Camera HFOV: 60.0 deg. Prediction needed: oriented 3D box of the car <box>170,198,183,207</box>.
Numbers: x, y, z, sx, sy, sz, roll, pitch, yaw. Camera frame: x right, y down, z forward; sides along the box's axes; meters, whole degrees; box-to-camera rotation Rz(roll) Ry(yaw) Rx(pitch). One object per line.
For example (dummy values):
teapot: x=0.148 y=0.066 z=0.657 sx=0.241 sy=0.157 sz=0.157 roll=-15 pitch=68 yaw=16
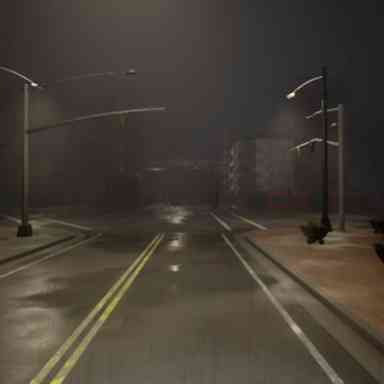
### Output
car: x=-3.501 y=2.301 z=69.601 sx=2.033 sy=1.411 sz=5.357 roll=0 pitch=-1 yaw=0
